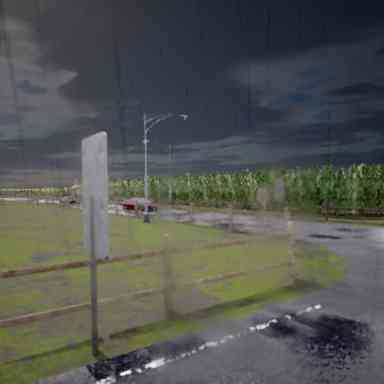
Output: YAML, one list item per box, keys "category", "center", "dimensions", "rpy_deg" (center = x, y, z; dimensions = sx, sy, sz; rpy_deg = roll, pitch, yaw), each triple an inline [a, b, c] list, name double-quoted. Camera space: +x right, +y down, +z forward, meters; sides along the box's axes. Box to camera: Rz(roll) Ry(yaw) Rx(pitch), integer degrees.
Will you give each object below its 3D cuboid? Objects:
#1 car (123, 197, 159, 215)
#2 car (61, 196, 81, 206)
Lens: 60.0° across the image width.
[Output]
- category: "car"
  center: [-4.782, 1.252, 31.270]
  dimensions: [1.882, 1.535, 5.008]
  rpy_deg: [-1, 1, -36]
- category: "car"
  center: [-17.919, 1.260, 49.150]
  dimensions: [1.994, 1.385, 4.181]
  rpy_deg: [-1, 1, -36]
